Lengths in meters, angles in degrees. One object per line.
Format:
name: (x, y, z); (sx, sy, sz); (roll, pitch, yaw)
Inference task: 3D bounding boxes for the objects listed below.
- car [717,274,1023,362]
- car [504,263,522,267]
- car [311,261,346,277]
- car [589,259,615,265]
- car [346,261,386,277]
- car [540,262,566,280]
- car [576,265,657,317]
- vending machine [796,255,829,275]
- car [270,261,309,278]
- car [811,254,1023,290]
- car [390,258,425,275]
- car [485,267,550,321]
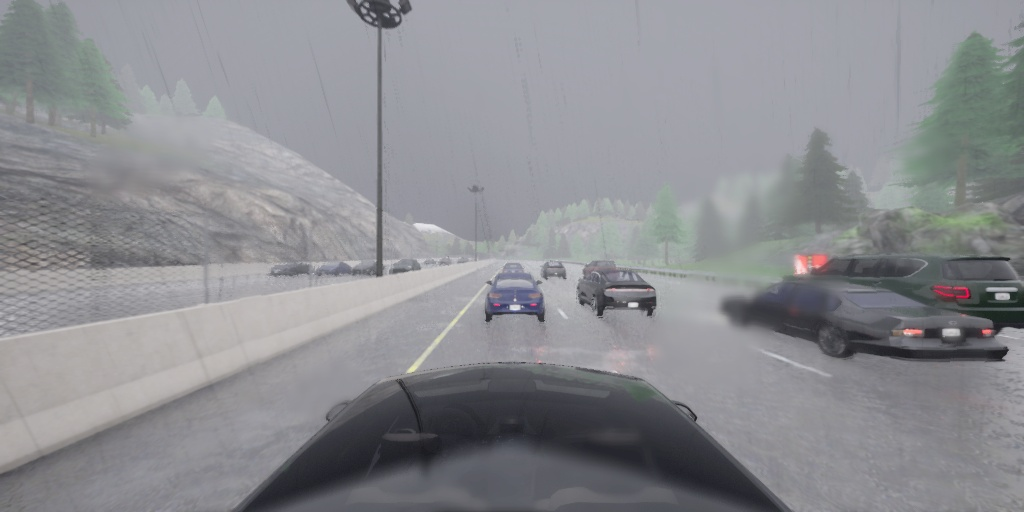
car: (7.098, 1.297, 8.296); (2.033, 1.411, 5.357); (0, 0, 0)
car: (0.089, 1.293, 30.522); (2.033, 1.411, 5.357); (0, 0, 0)
car: (-17.606, 1.270, 35.797); (1.812, 1.442, 4.674); (0, 0, 0)
car: (7.090, 1.098, 28.892); (2.097, 1.767, 4.553); (0, 0, 0)
car: (-14.107, 1.223, 35.435); (1.882, 1.535, 5.008); (0, 0, 0)
car: (3.588, 1.237, 31.503); (2.128, 1.511, 4.902); (0, 0, 0)
car: (3.595, 1.240, 13.060); (2.128, 1.511, 4.902); (0, 0, 0)
vending machine: (15.493, 0.943, 18.539); (1.100, 2.100, 0.880); (0, 0, 0)
car: (-21.106, 1.238, 34.581); (2.128, 1.511, 4.902); (0, 0, 0)
car: (10.597, 0.970, 10.436); (2.150, 2.045, 5.566); (0, 0, 0)
car: (-10.606, 1.097, 36.044); (2.097, 1.767, 4.553); (0, 0, 0)
car: (0.082, 1.274, 12.345); (1.812, 1.442, 4.674); (0, 0, 0)
